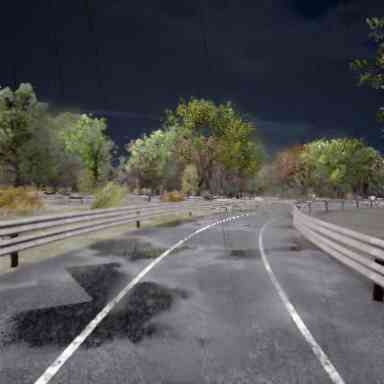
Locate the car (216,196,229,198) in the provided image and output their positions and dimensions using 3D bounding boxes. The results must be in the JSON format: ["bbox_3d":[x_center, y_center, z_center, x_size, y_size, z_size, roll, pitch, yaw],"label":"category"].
[{"bbox_3d":[7.017,1.622,72.238,5.008,1.535,1.882,2,0,-31],"label":"car"}]

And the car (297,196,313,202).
[{"bbox_3d":[27.901,1.884,80.779,5.566,2.045,2.150,2,1,-31],"label":"car"}]
